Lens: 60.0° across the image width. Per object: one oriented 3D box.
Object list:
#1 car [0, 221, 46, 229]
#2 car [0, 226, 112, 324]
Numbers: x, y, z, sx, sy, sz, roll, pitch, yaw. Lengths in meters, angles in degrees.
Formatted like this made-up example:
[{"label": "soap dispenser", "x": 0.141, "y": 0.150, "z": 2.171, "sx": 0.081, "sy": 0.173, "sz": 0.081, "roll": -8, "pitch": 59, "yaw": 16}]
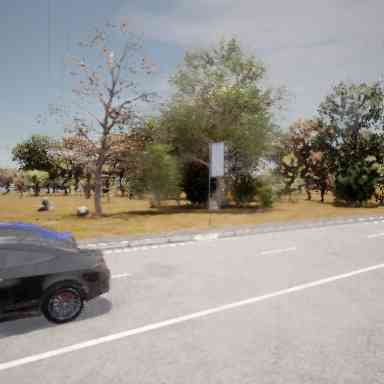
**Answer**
[{"label": "car", "x": -5.428, "y": 1.525, "z": 8.735, "sx": 4.674, "sy": 1.442, "sz": 1.812, "roll": 0, "pitch": 0, "yaw": -35}, {"label": "car", "x": -3.722, "y": 1.525, "z": 5.637, "sx": 4.674, "sy": 1.442, "sz": 1.812, "roll": 0, "pitch": 0, "yaw": -35}]
